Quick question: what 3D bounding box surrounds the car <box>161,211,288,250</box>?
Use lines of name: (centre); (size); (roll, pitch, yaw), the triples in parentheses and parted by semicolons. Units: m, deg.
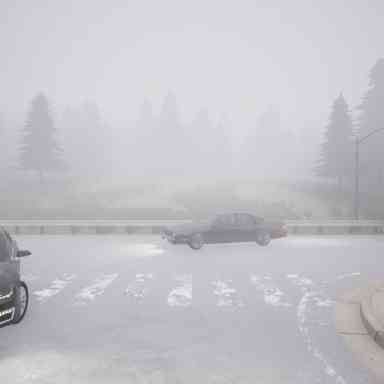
car: (1.458, 1.547, 14.270); (5.357, 1.411, 2.033); (0, 0, -20)

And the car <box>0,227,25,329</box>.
car: (-4.457, 1.505, 6.629); (1.837, 1.490, 4.892); (0, 0, -28)

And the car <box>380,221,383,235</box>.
car: (11.237, 1.491, 15.149); (4.902, 1.511, 2.128); (0, 0, 0)
